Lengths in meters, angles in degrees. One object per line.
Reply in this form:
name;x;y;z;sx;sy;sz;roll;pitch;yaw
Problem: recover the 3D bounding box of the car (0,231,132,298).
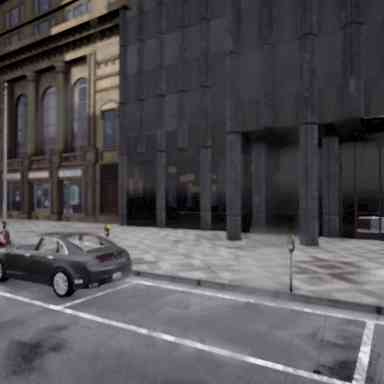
car;-3.592;1.717;8.801;4.403;1.369;2.008;-1;-1;31
